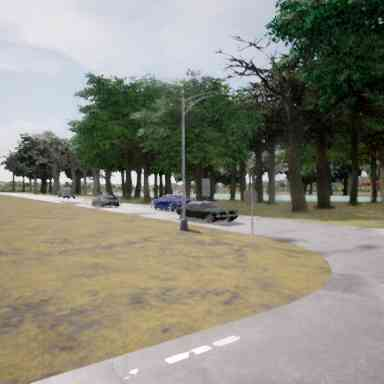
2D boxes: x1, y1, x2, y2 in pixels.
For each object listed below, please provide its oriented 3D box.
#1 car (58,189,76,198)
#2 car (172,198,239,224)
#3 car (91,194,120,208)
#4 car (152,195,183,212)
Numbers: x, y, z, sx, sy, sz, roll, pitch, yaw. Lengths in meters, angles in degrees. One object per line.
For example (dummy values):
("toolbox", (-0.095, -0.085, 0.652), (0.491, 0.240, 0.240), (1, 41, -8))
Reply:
("car", (-18.881, 0.337, 49.813), (1.837, 1.490, 4.892), (-1, 2, -36))
("car", (0.913, 1.312, 22.244), (1.895, 1.301, 4.718), (-1, 2, -36))
("car", (-9.587, 0.978, 36.800), (1.994, 1.385, 4.181), (-1, 2, -36))
("car", (-1.988, 0.980, 31.213), (1.882, 1.535, 5.008), (-1, 2, -37))
